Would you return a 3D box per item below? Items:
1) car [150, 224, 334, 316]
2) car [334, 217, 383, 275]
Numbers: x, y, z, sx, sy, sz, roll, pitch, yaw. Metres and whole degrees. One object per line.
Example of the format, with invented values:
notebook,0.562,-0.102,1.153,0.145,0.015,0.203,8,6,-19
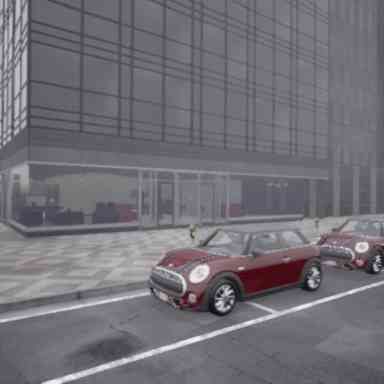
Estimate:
car,1.077,1.494,7.531,4.097,1.590,1.967,1,-1,-35
car,5.670,1.556,10.801,4.097,1.590,1.967,1,-1,-35
